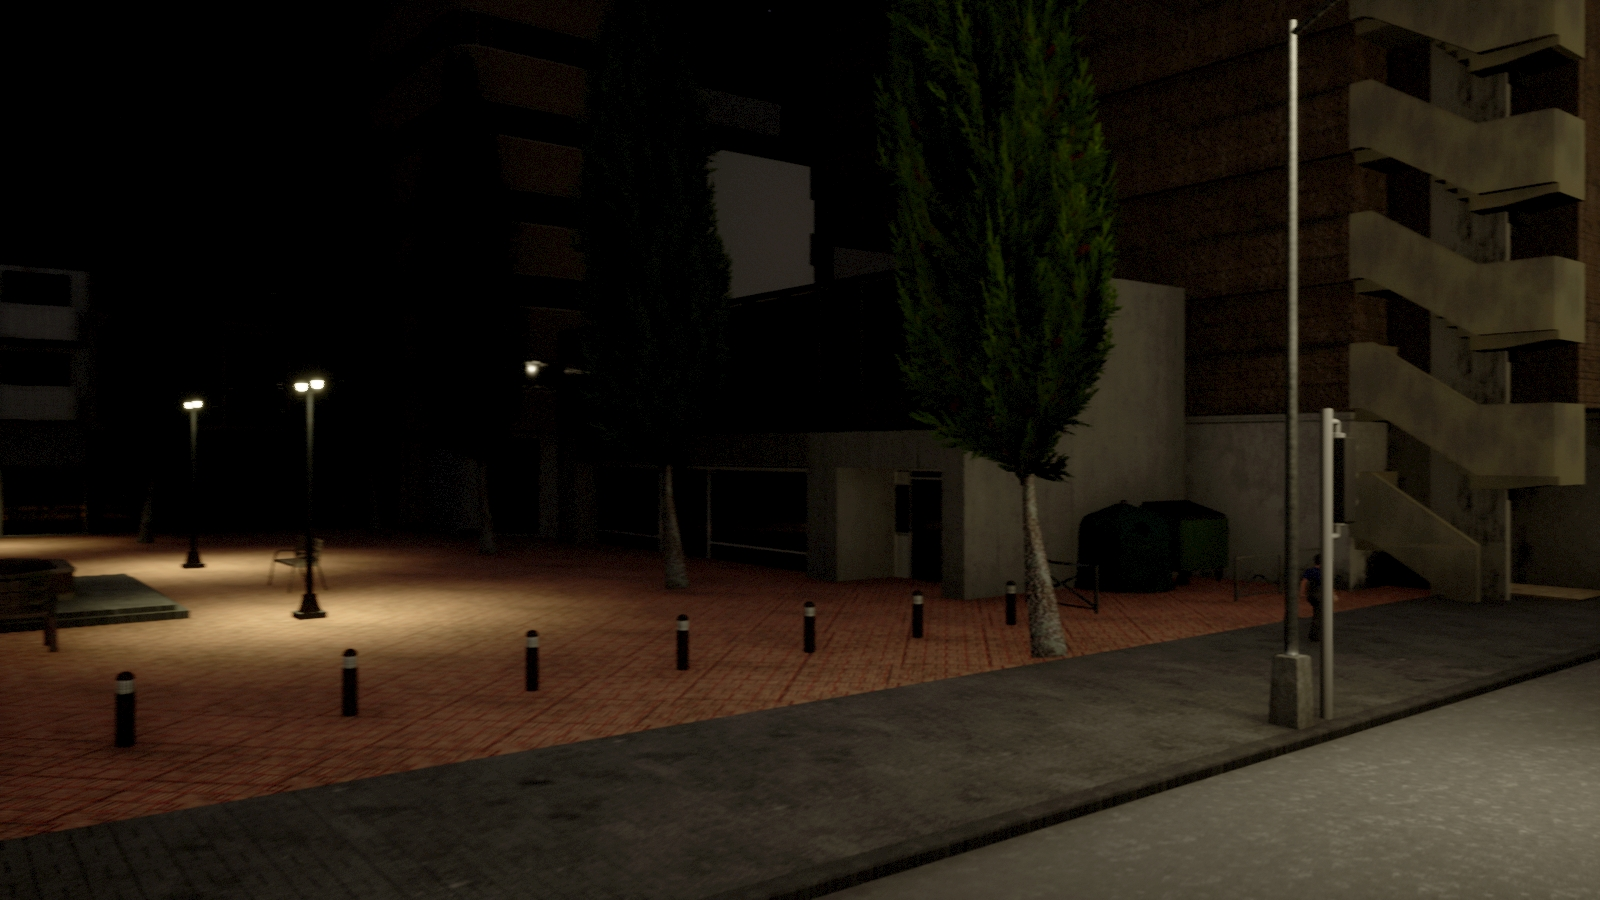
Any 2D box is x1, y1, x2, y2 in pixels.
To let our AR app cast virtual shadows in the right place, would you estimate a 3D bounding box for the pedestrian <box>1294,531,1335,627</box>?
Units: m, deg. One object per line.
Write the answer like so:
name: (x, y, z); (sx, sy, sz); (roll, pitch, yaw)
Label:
pedestrian: (7.241, 1.808, 16.085); (0.375, 1.300, 0.375); (0, 0, -27)
